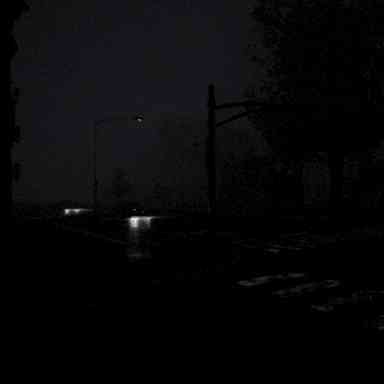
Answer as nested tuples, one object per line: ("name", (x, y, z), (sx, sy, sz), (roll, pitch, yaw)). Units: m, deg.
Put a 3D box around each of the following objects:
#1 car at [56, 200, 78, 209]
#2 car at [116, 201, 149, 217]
("car", (-18.872, 1.791, 50.325), (1.895, 1.301, 4.718), (-1, 0, -39))
("car", (-6.204, 1.686, 34.116), (1.812, 1.442, 4.674), (-1, 0, -38))
